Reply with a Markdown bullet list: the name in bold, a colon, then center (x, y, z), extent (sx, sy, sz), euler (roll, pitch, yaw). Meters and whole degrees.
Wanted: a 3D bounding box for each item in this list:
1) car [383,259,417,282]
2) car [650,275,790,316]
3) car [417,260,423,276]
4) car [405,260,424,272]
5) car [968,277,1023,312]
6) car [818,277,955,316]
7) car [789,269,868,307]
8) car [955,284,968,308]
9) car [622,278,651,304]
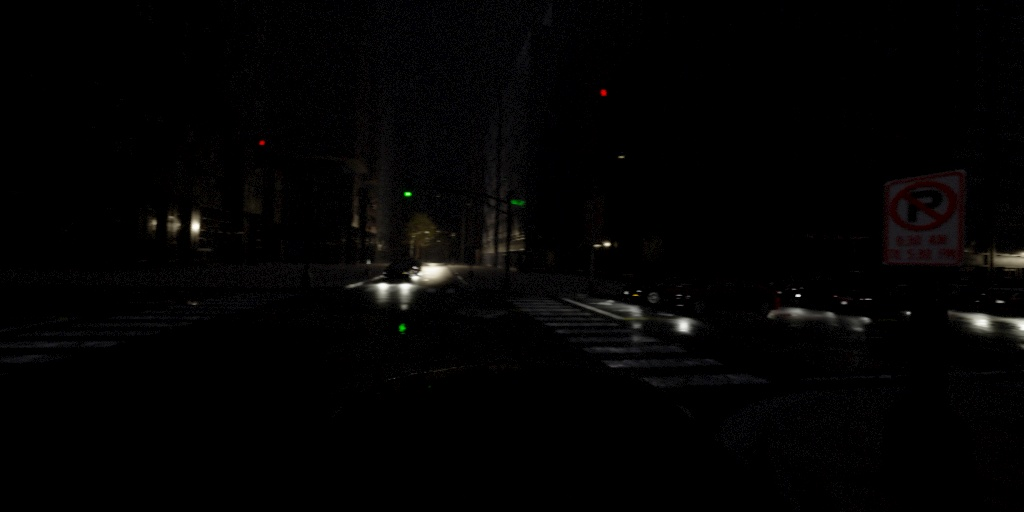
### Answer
- **car**: center (-9.082, 1.214, 28.917), extent (1.882, 1.535, 5.008), euler (2, -1, -11)
- **car**: center (8.996, 1.692, 15.652), extent (5.008, 1.535, 1.882), euler (2, -1, -10)
- **car**: center (-11.025, 1.126, 38.503), extent (2.097, 1.767, 4.553), euler (2, -1, -11)
- **car**: center (-13.000, 1.305, 48.219), extent (2.128, 1.511, 4.902), euler (2, -1, -12)
- **car**: center (28.553, 2.164, 19.500), extent (5.566, 2.045, 2.150), euler (2, -1, -11)
- **car**: center (18.137, 2.045, 17.450), extent (4.902, 1.511, 2.128), euler (2, -1, -11)
- **car**: center (17.756, 1.792, 20.674), extent (5.566, 2.045, 2.150), euler (2, -1, -10)
- **car**: center (27.994, 2.500, 22.700), extent (5.357, 1.411, 2.033), euler (2, -1, -11)
- **car**: center (8.201, 1.720, 18.813), extent (4.892, 1.490, 1.837), euler (2, -1, -13)
